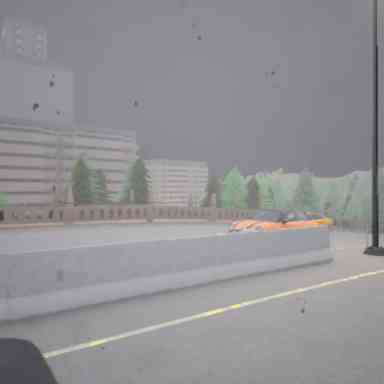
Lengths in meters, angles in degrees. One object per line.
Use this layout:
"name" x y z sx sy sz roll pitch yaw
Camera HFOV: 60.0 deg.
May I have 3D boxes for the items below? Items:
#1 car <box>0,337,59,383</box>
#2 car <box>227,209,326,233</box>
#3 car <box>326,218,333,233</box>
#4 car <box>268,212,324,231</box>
"car" -3.316 1.529 1.381 5.357 1.411 2.033 1 0 -36
"car" 3.756 1.570 15.273 4.553 1.767 2.097 3 -2 -35
"car" 7.342 2.047 22.130 5.008 1.535 1.882 5 -3 -35
"car" 8.596 2.459 27.328 4.718 1.301 1.895 6 -3 -35
